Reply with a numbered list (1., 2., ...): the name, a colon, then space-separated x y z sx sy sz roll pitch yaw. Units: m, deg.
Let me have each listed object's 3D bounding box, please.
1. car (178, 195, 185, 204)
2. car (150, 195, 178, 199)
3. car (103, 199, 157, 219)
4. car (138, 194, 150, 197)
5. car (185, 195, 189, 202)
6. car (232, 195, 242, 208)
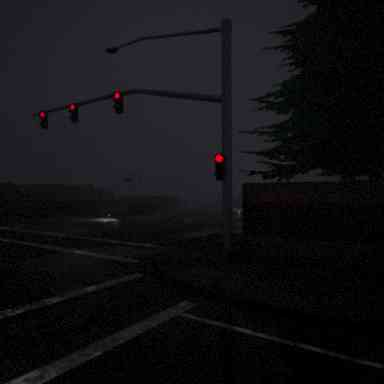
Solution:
1. car: -4.198 1.589 70.286 3.905 1.438 1.784 0 0 35
2. car: -5.717 1.378 68.073 4.605 1.855 1.932 0 0 35
3. car: -5.544 1.605 30.621 2.033 1.411 5.357 0 0 35
4. car: -11.457 1.697 86.109 3.806 1.475 1.970 0 0 35
5. car: -2.515 1.620 72.642 3.806 1.475 1.970 0 0 35
6. car: 7.223 1.583 48.728 1.812 1.442 4.674 0 0 35
